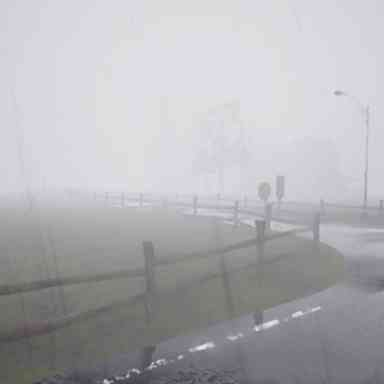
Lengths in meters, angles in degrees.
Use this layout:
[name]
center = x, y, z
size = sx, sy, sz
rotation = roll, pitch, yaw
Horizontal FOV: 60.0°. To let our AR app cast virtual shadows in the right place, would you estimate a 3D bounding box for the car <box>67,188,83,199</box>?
[car]
center = -17.731, 0.188, 50.675
size = 2.128, 1.511, 4.902
rotation = 0, 1, -35
